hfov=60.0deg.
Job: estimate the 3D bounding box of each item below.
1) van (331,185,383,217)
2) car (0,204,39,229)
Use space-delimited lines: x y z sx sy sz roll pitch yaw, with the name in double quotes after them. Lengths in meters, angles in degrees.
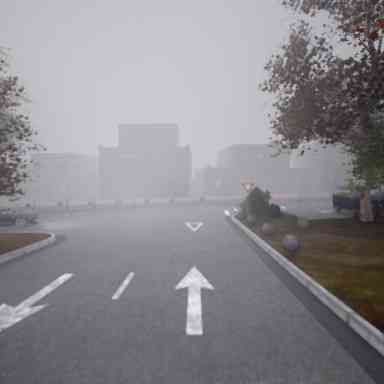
11.141 0.531 22.817 1.878 1.987 4.442 -3 2 2 "van"
-11.279 1.358 18.604 4.892 1.490 1.837 -2 4 -30 "car"
